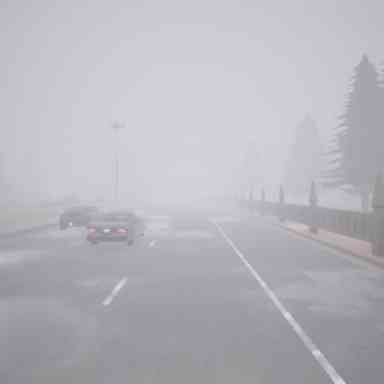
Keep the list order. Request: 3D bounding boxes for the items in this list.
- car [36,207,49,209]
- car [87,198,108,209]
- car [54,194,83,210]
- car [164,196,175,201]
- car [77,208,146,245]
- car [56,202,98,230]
[{"bbox_3d":[-21.075,1.755,48.585,1.895,1.301,4.718,0,0,0],"label":"car"},{"bbox_3d":[-14.111,1.663,49.913,1.837,1.490,4.892,0,0,0],"label":"car"},{"bbox_3d":[-17.592,1.373,47.658,2.150,2.045,5.566,0,0,0],"label":"car"},{"bbox_3d":[-6.077,1.768,90.648,1.882,1.535,5.008,0,0,-21],"label":"car"},{"bbox_3d":[-3.399,1.598,15.759,2.033,1.411,5.357,0,0,0],"label":"car"},{"bbox_3d":[-6.900,1.573,21.381,1.837,1.490,4.892,0,0,0],"label":"car"}]
